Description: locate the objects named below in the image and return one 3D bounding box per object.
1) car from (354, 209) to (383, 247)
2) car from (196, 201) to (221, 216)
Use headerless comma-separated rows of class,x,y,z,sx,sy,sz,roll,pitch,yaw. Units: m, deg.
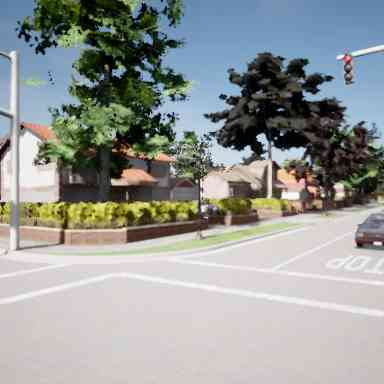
car,9.038,1.703,15.564,2.033,1.411,5.357,-1,-1,36
car,1.457,1.633,33.742,3.806,1.475,1.970,-1,-1,37
